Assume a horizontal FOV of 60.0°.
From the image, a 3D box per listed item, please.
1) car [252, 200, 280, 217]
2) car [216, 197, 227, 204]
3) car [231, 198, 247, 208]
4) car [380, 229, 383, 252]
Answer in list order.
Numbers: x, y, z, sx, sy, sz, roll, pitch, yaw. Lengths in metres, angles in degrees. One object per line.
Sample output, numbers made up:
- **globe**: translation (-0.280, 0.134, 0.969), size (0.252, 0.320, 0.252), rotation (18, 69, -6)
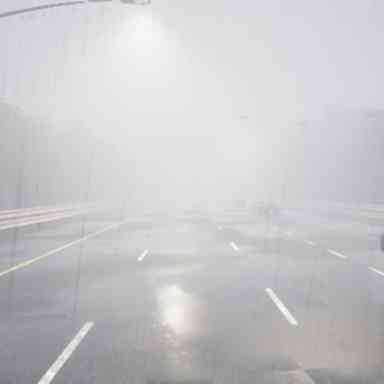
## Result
- **car**: translation (7.063, 1.559, 32.088), size (1.837, 1.490, 4.892), rotation (0, 0, 0)
- **car**: translation (7.367, 2.094, 80.475), size (1.812, 1.442, 4.674), rotation (0, -1, 1)
- **car**: translation (7.151, 1.687, 50.953), size (1.882, 1.535, 5.008), rotation (0, -1, 0)
- **car**: translation (7.008, 1.224, 8.140), size (2.150, 2.045, 5.566), rotation (0, 0, 0)
